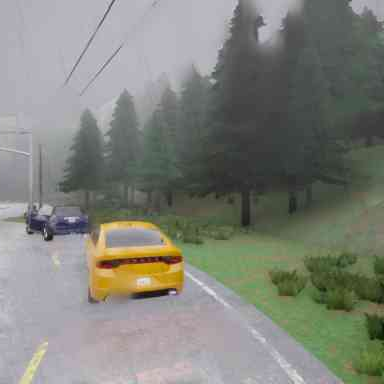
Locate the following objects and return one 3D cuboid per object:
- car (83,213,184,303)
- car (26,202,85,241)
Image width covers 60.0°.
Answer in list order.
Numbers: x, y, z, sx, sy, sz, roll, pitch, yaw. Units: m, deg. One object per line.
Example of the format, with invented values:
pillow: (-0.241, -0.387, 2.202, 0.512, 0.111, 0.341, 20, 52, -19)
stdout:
car: (-1.665, 1.478, 8.400, 1.882, 1.535, 5.008, 0, 0, -18)
car: (-6.928, 1.352, 17.052, 2.097, 1.767, 4.553, 0, 0, -40)
